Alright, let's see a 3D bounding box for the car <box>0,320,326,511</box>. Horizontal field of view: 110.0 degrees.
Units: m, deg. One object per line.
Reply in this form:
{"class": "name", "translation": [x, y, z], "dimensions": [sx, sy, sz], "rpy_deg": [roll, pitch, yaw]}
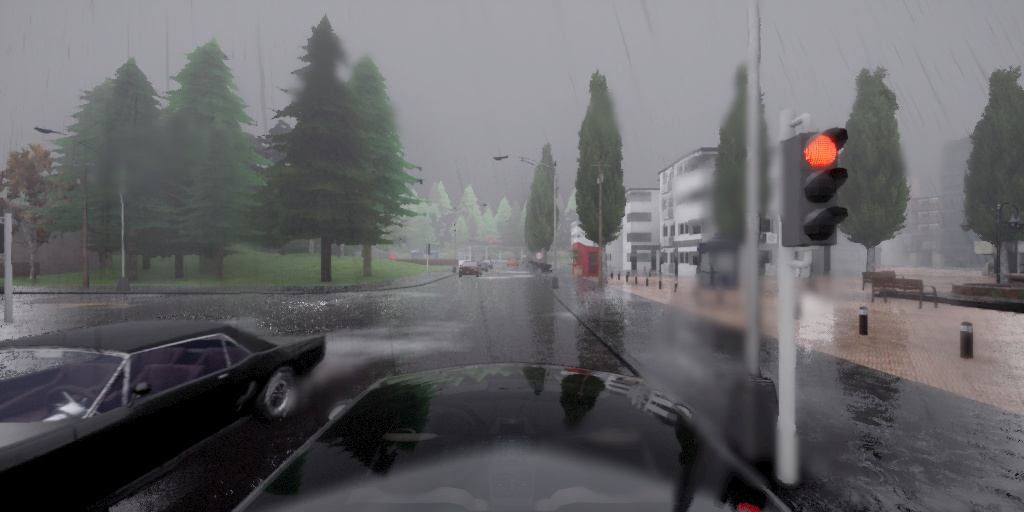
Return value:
{"class": "car", "translation": [-3.754, 1.351, 3.043], "dimensions": [1.895, 1.301, 4.718], "rpy_deg": [0, 0, 3]}

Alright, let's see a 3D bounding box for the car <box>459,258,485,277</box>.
{"class": "car", "translation": [-4.078, 1.228, 35.706], "dimensions": [1.882, 1.535, 5.008], "rpy_deg": [0, 0, 0]}

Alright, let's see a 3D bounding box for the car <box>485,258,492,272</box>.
{"class": "car", "translation": [-4.060, 1.314, 45.626], "dimensions": [1.994, 1.385, 4.181], "rpy_deg": [0, 0, 0]}

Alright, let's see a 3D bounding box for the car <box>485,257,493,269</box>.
{"class": "car", "translation": [-4.012, 1.276, 55.753], "dimensions": [1.812, 1.442, 4.674], "rpy_deg": [0, 0, 0]}
